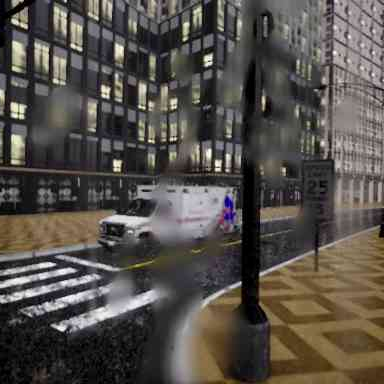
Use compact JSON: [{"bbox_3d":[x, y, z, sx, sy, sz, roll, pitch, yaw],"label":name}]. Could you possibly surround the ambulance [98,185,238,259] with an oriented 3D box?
[{"bbox_3d":[-0.666,0.966,13.324,2.351,2.431,6.366,1,1,38],"label":"ambulance"}]
